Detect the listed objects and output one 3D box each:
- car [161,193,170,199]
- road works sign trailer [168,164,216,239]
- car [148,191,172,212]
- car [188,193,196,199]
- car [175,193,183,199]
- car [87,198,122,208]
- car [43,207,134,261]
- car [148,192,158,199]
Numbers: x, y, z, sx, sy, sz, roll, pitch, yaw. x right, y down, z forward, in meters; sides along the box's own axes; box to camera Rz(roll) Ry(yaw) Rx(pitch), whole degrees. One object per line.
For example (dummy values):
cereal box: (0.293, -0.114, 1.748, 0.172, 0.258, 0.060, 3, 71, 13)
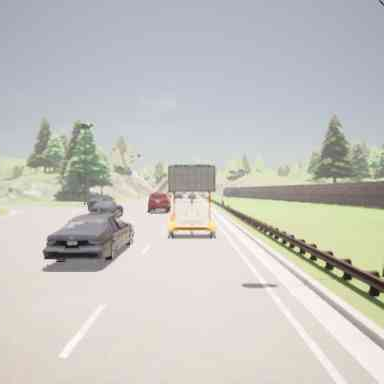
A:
car: (-7.007, 1.156, 87.708, 2.128, 1.511, 4.902, 0, 0, 0)
road works sign trailer: (-0.001, 0.395, 16.742, 2.380, 3.560, 2.880, 0, 0, 0)
car: (-3.403, 1.076, 35.833, 2.150, 2.045, 5.566, 0, 0, 0)
car: (-0.007, 1.181, 88.092, 1.994, 1.385, 4.181, 0, 0, 0)
car: (-3.507, 1.112, 87.708, 1.837, 1.490, 4.892, 0, 0, 0)
car: (-6.903, 1.436, 27.145, 2.033, 1.411, 5.357, 0, 0, 0)
car: (-3.403, 1.498, 11.965, 2.033, 1.411, 5.357, 0, 0, 0)
car: (-10.507, 0.970, 88.927, 2.097, 1.767, 4.553, 0, 0, 0)
